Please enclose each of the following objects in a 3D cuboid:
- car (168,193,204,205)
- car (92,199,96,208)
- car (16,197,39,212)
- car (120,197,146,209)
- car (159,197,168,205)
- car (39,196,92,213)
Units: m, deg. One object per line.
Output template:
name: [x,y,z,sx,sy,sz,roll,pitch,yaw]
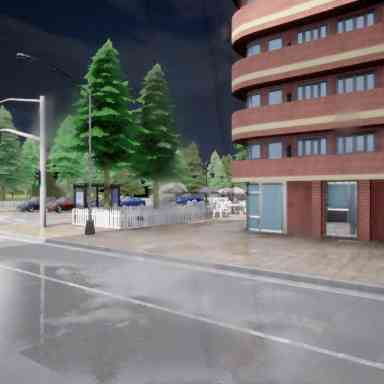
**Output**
car: [-0.500,1.167,52.685,5.566,2.045,2.150,0,0,-42]
car: [-12.108,1.508,44.237,1.994,1.385,4.181,0,0,35]
car: [-17.144,1.296,37.267,2.097,1.767,4.553,0,0,35]
car: [-8.250,1.422,43.572,1.882,1.535,5.008,0,0,37]
car: [-3.486,1.448,54.575,4.892,1.490,1.837,-1,0,-44]
car: [-13.660,1.296,36.129,2.097,1.767,4.553,0,0,36]
